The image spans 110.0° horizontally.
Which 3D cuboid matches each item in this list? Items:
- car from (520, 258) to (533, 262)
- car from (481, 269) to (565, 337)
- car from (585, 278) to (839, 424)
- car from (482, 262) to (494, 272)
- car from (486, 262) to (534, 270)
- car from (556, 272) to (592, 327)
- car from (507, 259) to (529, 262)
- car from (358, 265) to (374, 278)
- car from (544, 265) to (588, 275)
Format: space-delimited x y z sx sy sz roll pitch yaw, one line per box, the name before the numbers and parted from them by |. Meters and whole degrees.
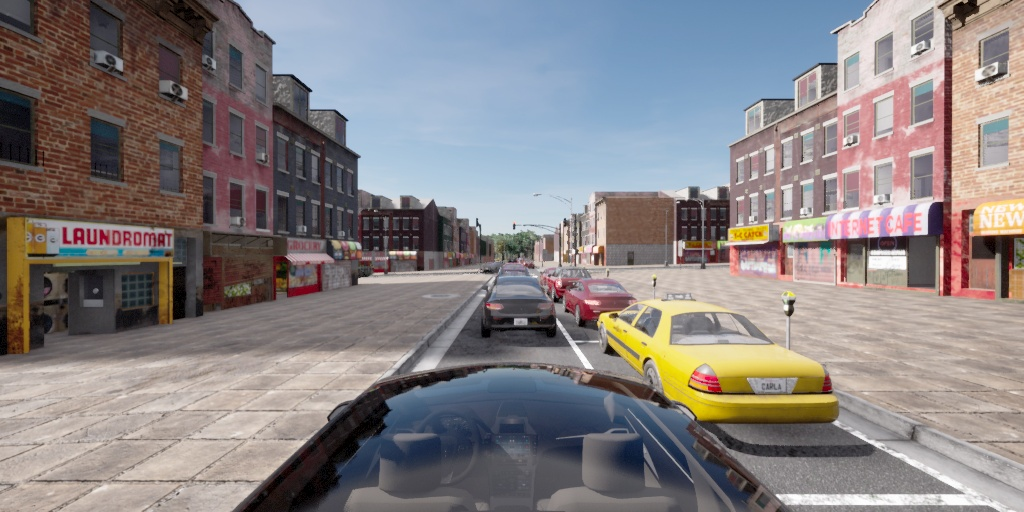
car | 2.697 1.316 59.513 1.967 1.591 4.097 0 0 0
car | 0.116 1.277 10.170 1.812 1.442 4.674 0 0 -2
car | 2.641 1.275 5.943 1.751 1.417 4.829 0 0 0
car | -1.589 1.387 43.043 1.994 1.385 4.181 0 0 42
car | 0.104 1.248 17.579 2.128 1.511 4.902 0 0 0
car | 2.646 1.334 11.240 1.802 1.307 4.207 0 0 0
car | 0.091 1.248 27.139 1.882 1.535 5.008 0 0 0
car | -18.337 1.562 39.694 5.566 2.045 2.150 -2 0 0
car | 2.652 1.195 16.706 1.967 1.591 4.097 0 0 0
